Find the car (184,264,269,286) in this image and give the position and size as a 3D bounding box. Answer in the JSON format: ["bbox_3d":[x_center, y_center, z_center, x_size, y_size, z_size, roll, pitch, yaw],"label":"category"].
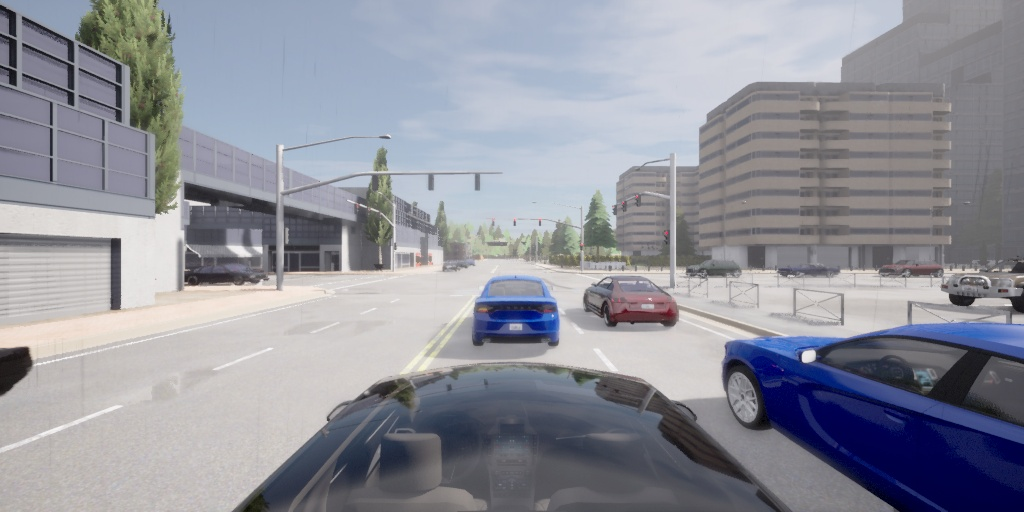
[{"bbox_3d":[-19.935,1.297,24.744,5.357,1.411,2.033,0,0,-1],"label":"car"}]

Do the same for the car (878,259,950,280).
[{"bbox_3d":[37.476,1.102,33.760,4.553,1.767,2.097,0,0,-1],"label":"car"}]

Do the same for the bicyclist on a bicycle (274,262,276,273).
[{"bbox_3d":[-25.833,1.053,39.649,0.582,1.620,1.656,0,0,-1],"label":"bicyclist on a bicycle"}]

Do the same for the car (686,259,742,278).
[{"bbox_3d":[18.692,1.102,33.391,4.553,1.767,2.097,0,0,-1],"label":"car"}]

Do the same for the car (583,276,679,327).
[{"bbox_3d":[3.604,1.314,11.560,1.994,1.385,4.181,0,0,0],"label":"car"}]

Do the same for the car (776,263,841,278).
[{"bbox_3d":[27.679,1.351,33.575,4.718,1.301,1.895,0,0,-1],"label":"car"}]

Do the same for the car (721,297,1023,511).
[{"bbox_3d":[3.603,1.228,2.576,1.882,1.535,5.008,0,0,0],"label":"car"}]

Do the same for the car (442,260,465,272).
[{"bbox_3d":[-7.840,1.242,46.823,2.128,1.511,4.902,0,0,0],"label":"car"}]

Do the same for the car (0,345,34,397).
[{"bbox_3d":[-7.104,1.351,2.327,1.895,1.301,4.718,0,0,0],"label":"car"}]

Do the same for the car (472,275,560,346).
[{"bbox_3d":[0.096,1.228,9.429,1.882,1.535,5.008,0,0,0],"label":"car"}]

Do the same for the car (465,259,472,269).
[{"bbox_3d":[-7.976,1.314,56.783,1.994,1.385,4.181,0,0,-1],"label":"car"}]
